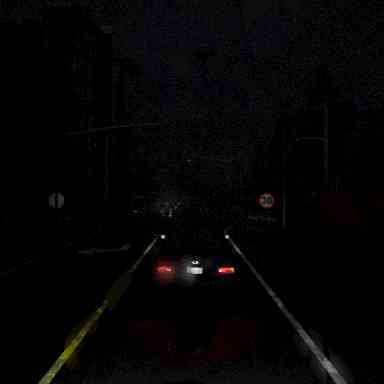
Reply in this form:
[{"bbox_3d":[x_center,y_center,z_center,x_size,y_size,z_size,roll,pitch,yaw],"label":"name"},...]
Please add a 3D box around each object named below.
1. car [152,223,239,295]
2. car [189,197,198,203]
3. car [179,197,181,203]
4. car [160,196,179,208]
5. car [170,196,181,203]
[{"bbox_3d":[0.078,1.547,8.849,2.033,1.411,5.357,0,0,0],"label":"car"},{"bbox_3d":[0.251,1.601,69.621,1.895,1.301,4.718,0,0,0],"label":"car"},{"bbox_3d":[-3.453,1.601,58.215,1.895,1.301,4.718,0,0,0],"label":"car"},{"bbox_3d":[-3.491,1.491,48.279,2.128,1.511,4.902,0,0,0],"label":"car"},{"bbox_3d":[-3.352,1.547,68.862,2.033,1.411,5.357,0,0,0],"label":"car"}]
